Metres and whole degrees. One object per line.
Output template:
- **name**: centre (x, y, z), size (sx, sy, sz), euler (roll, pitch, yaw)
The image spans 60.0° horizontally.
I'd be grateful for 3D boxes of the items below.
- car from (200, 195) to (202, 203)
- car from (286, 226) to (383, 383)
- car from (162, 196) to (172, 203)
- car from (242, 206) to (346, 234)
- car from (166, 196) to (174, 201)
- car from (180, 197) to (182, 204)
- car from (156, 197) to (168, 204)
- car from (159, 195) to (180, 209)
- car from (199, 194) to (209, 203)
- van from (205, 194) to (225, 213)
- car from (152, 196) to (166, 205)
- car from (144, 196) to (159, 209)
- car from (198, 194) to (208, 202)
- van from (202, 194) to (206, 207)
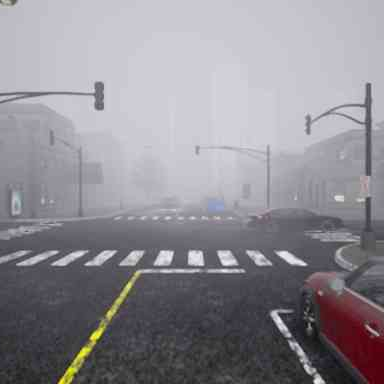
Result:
- **car**: centre (2.683, 1.573, 52.773), size (1.887, 1.381, 4.507), euler (0, 0, 0)
- **car**: centre (2.689, 1.440, 3.829), size (1.967, 1.590, 4.097), euler (0, 0, 0)
- **car**: centre (-5.700, 1.608, 74.878), size (1.887, 1.381, 4.507), euler (0, 0, 0)
- **car**: centre (5.541, 1.503, 18.532), size (5.357, 1.411, 2.033), euler (-1, 0, 0)
- **car**: centre (-5.701, 1.630, 85.921), size (1.887, 1.381, 4.507), euler (0, 0, 0)
- **car**: centre (-3.038, 1.395, 62.568), size (2.097, 1.767, 4.553), euler (0, 0, 0)
- **car**: centre (-5.699, 1.590, 63.835), size (1.887, 1.381, 4.507), euler (0, 0, 0)
- **car**: centre (-3.088, 1.498, 46.300), size (1.882, 1.535, 5.008), euler (0, 0, 0)
- **car**: centre (2.680, 1.378, 74.862), size (2.192, 1.841, 5.009), euler (0, 0, 0)
- **van**: centre (2.684, 1.352, 36.209), size (1.690, 1.788, 3.998), euler (0, 0, 0)
- **car**: centre (-5.698, 1.477, 58.314), size (1.967, 1.590, 4.097), euler (0, 0, 0)
- **car**: centre (-5.697, 1.547, 47.099), size (1.752, 1.417, 4.829), euler (0, 0, 0)
- **car**: centre (2.679, 1.389, 80.384), size (2.192, 1.841, 5.009), euler (0, 0, 0)
- **van**: centre (2.683, 1.363, 47.253), size (1.690, 1.788, 3.998), euler (0, 0, 0)
